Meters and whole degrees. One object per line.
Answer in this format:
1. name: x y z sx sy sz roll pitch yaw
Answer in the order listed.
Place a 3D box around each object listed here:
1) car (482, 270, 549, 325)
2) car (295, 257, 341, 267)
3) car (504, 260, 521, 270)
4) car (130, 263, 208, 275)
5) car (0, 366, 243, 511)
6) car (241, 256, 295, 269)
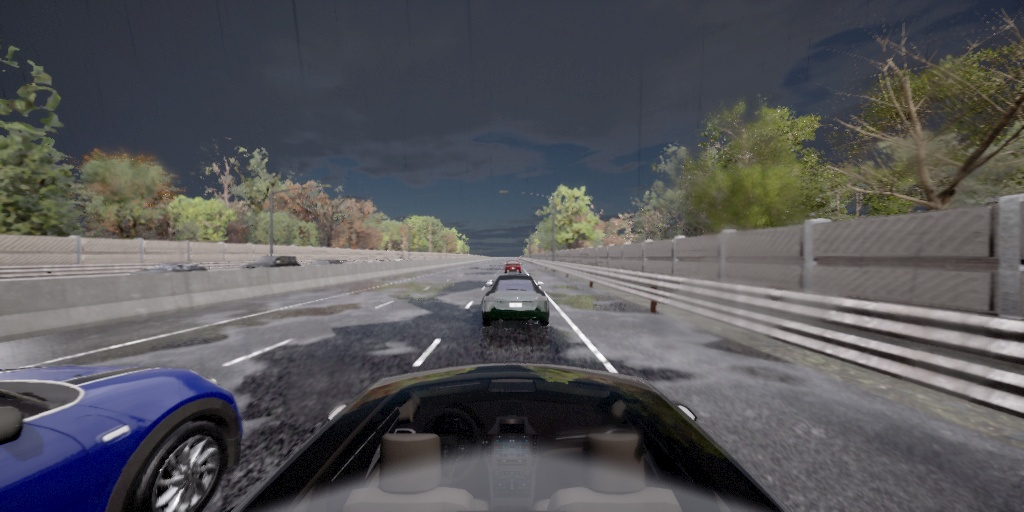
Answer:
1. car: 0.103 1.316 11.853 1.994 1.385 4.181 0 0 0
2. car: -17.538 1.109 33.305 2.097 1.767 4.553 0 0 0
3. car: 0.113 1.237 43.552 1.882 1.535 5.008 0 0 0
4. car: -24.579 1.248 25.863 2.128 1.511 4.902 0 0 0
5. car: -3.402 1.102 1.237 2.097 1.767 4.553 0 0 0
6. car: -21.051 0.981 31.474 2.150 2.045 5.566 0 0 1
